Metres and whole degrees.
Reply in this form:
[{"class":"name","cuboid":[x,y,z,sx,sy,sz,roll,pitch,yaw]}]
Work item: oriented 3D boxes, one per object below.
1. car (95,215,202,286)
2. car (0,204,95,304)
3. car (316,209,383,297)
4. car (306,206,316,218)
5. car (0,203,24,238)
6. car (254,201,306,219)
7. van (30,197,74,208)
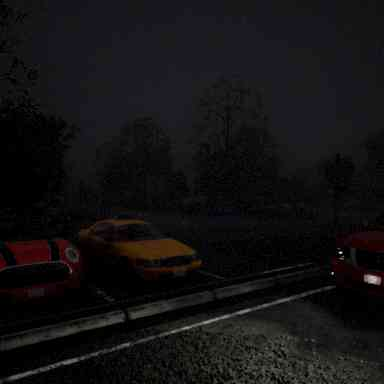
[{"class":"car","cuboid":[-1.842,1.481,9.783,1.946,1.575,5.366,0,0,-36]},{"class":"car","cuboid":[-4.329,1.347,8.243,2.185,1.767,4.553,0,0,-36]},{"class":"car","cuboid":[5.524,1.263,7.654,5.566,2.045,2.150,1,0,-36]},{"class":"car","cuboid":[10.746,1.727,34.334,2.185,1.767,4.553,1,-1,-36]},{"class":"car","cuboid":[-11.005,1.474,18.747,1.946,1.575,5.366,0,0,-36]},{"class":"car","cuboid":[8.205,1.827,32.433,2.002,1.452,4.674,2,-1,-36]},{"class":"van","cuboid":[-8.566,1.263,20.145,1.878,1.987,4.442,0,0,-36]}]
